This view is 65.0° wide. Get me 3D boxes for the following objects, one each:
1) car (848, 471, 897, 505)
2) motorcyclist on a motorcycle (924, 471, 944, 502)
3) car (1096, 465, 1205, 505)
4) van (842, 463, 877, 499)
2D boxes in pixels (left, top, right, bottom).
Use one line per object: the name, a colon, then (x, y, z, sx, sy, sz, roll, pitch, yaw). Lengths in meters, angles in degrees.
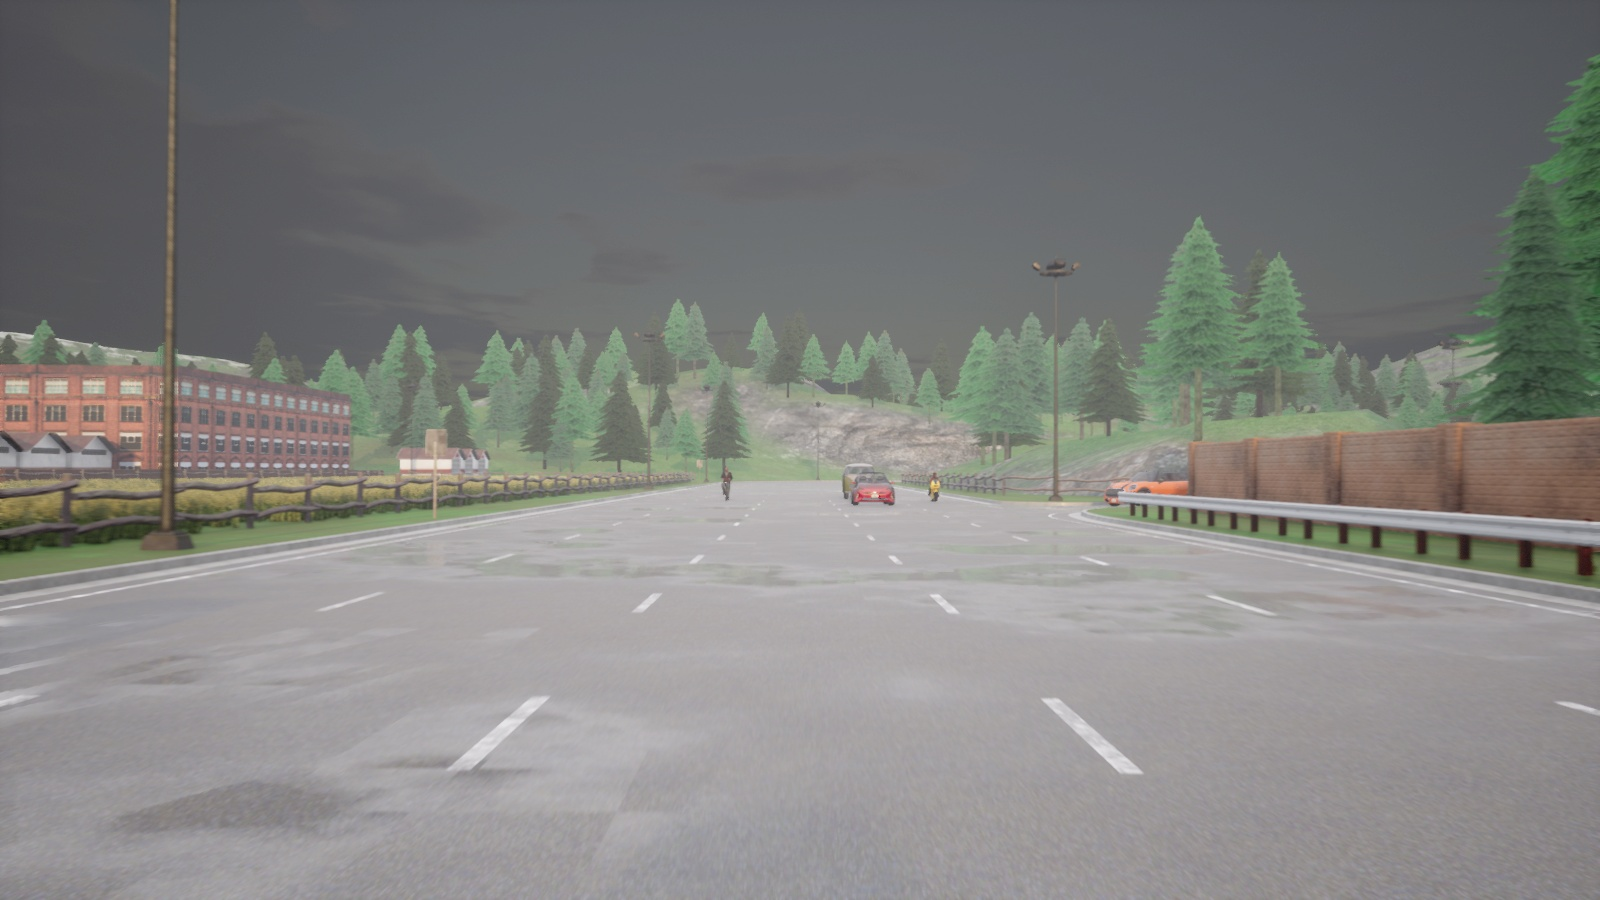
car: (3.357, 1.734, 58.678, 2.007, 1.525, 4.514, 0, -1, 0)
motorcyclist on a motorcycle: (6.844, 1.847, 64.100, 0.797, 1.523, 2.044, 0, -1, 0)
car: (15.999, 1.572, 57.273, 4.553, 1.767, 2.097, 0, -1, -27)
van: (3.327, 1.746, 70.887, 1.775, 1.987, 4.442, 0, -1, 0)
